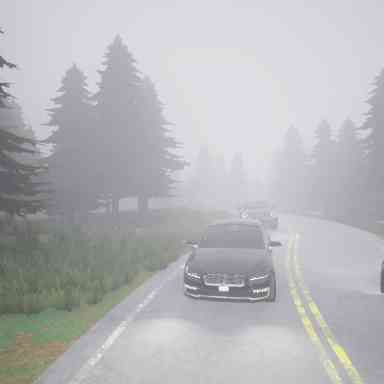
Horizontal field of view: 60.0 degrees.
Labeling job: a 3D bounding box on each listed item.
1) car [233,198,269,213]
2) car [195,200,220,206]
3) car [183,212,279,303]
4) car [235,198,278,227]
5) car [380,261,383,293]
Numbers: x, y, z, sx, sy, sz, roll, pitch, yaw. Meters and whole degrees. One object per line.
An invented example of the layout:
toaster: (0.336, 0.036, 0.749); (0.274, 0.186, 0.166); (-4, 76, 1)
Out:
car: (6.239, 1.410, 35.738); (1.837, 1.490, 4.892); (2, -1, -15)
car: (1.965, 1.798, 44.867); (1.812, 1.442, 4.674); (3, -5, -35)
car: (1.100, 1.496, 8.421); (1.837, 1.490, 4.892); (-1, 0, 13)
car: (3.900, 1.270, 20.388); (2.097, 1.767, 4.553); (-1, 0, 5)
car: (4.498, 1.308, 4.647); (2.097, 1.767, 4.553); (-1, 0, 8)
